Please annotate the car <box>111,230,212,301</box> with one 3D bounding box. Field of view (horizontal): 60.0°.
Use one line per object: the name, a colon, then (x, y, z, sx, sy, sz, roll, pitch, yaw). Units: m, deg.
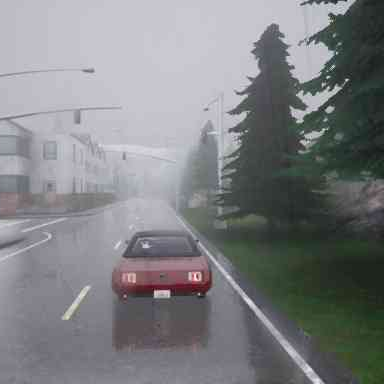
car: (-0.741, 1.601, 8.359, 1.895, 1.301, 4.718, 0, 0, -5)
